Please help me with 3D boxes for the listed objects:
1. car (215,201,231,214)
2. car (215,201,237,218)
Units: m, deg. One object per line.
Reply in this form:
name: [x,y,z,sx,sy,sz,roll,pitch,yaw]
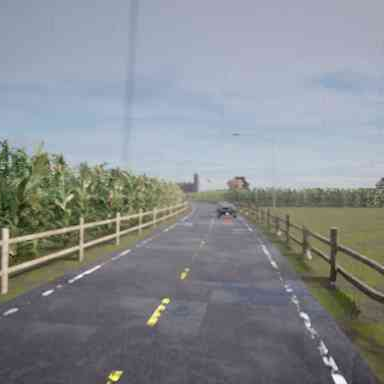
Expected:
car: [4.225,2.048,45.611,1.837,1.490,4.892,1,0,2]
car: [3.684,1.934,35.298,1.837,1.490,4.892,1,-1,4]
